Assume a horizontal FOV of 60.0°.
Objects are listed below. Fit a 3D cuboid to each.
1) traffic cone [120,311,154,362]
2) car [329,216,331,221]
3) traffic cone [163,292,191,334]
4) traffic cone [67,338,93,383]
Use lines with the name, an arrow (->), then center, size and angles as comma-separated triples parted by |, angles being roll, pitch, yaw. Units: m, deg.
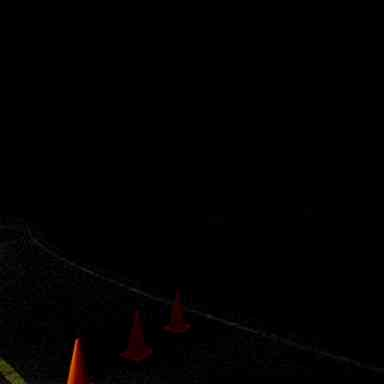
traffic cone -> -0.758, 1.938, 4.585 | 0.340, 0.580, 0.340 | 1, 1, 31
car -> 35.622, 6.630, 82.730 | 1.851, 1.617, 3.988 | -4, -3, 4
traffic cone -> -0.238, 1.931, 5.435 | 0.340, 0.580, 0.340 | 1, 1, 31
traffic cone -> -1.277, 1.945, 3.735 | 0.340, 0.580, 0.340 | 1, 1, 31
